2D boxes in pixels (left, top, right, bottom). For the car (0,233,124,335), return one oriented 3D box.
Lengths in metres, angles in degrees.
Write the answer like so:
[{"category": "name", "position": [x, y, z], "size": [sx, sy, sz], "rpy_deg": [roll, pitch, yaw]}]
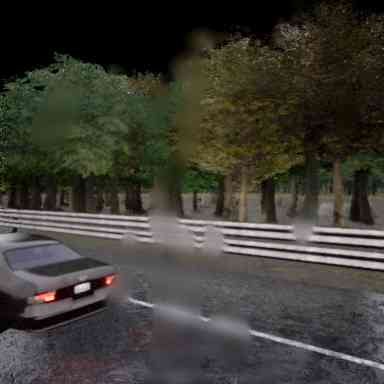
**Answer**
[{"category": "car", "position": [-3.765, 1.558, 6.676], "size": [5.357, 1.411, 2.033], "rpy_deg": [0, 0, 36]}]
